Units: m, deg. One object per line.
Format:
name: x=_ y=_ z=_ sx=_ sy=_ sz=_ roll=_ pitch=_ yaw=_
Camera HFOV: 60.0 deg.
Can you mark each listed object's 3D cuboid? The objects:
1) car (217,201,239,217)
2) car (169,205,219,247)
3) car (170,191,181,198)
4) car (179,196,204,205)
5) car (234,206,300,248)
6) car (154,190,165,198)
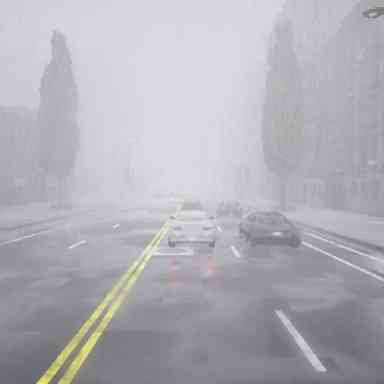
car: x=3.251 y=1.461 z=29.689 sx=1.895 sy=1.301 sz=4.718 roll=0 pitch=1 yaw=0
car: x=0.000 y=1.511 z=14.659 sx=1.812 sy=1.442 sz=4.674 roll=0 pitch=0 yaw=0
car: x=-3.249 y=0.497 z=66.601 sx=1.994 sy=1.385 sz=4.181 roll=0 pitch=2 yaw=0
car: x=0.001 y=1.361 z=29.657 sx=1.837 sy=1.490 sz=4.892 roll=0 pitch=1 yaw=0
car: x=3.250 y=1.551 z=14.659 sx=1.994 sy=1.385 sz=4.181 roll=0 pitch=0 yaw=0
car: x=-6.499 y=0.457 z=66.600 sx=1.837 sy=1.490 sz=4.892 roll=0 pitch=2 yaw=0
